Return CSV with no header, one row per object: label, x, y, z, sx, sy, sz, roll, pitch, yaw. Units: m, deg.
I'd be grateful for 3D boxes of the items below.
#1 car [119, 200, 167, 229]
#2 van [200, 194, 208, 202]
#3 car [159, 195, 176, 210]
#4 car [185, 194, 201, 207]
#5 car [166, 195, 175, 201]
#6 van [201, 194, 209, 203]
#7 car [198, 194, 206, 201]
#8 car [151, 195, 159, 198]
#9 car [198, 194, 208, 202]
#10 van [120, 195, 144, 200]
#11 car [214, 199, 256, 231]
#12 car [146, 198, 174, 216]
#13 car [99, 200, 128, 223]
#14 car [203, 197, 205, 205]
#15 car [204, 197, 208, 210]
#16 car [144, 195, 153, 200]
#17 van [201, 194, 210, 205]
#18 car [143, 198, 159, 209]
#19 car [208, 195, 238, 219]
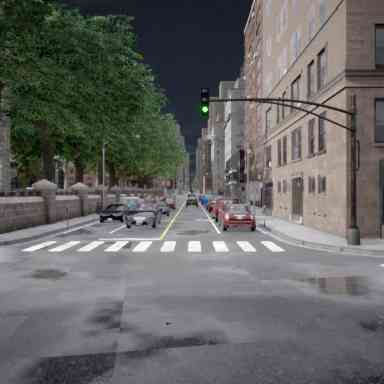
car,-3.097,1.500,22.055,2.128,1.511,4.902,0,0,0
van,2.666,1.369,74.561,1.690,1.788,3.998,0,0,0
car,-3.087,1.494,42.827,1.882,1.535,5.008,0,0,0
car,-0.002,1.524,51.491,1.837,1.490,4.892,0,0,0
car,-5.860,1.582,90.792,2.008,1.369,4.403,0,0,0
van,2.666,1.367,69.154,1.690,1.788,3.998,0,0,0
car,2.665,1.472,90.787,1.967,1.590,4.097,0,0,0
car,-5.858,1.331,42.126,2.192,1.841,5.009,0,0,0
car,2.666,1.344,79.971,2.192,1.841,5.009,0,0,0
van,-5.857,1.353,31.311,1.690,1.788,3.998,0,0,0
car,2.669,1.448,20.479,1.967,1.590,4.097,0,0,0
car,-3.105,1.576,32.071,1.994,1.385,4.181,0,0,-1
car,-5.857,1.576,25.904,1.947,1.339,4.313,0,0,0
car,2.667,1.598,42.112,1.802,1.307,4.206,0,0,0
car,2.668,1.559,36.704,1.887,1.381,4.507,0,0,0
car,-5.858,1.454,36.719,1.967,1.590,4.097,0,0,0
van,2.668,1.361,52.929,1.690,1.788,3.998,0,0,0
car,-5.859,1.600,47.533,1.802,1.307,4.206,0,0,0
car,2.669,1.325,25.888,2.192,1.841,5.009,0,0,0
